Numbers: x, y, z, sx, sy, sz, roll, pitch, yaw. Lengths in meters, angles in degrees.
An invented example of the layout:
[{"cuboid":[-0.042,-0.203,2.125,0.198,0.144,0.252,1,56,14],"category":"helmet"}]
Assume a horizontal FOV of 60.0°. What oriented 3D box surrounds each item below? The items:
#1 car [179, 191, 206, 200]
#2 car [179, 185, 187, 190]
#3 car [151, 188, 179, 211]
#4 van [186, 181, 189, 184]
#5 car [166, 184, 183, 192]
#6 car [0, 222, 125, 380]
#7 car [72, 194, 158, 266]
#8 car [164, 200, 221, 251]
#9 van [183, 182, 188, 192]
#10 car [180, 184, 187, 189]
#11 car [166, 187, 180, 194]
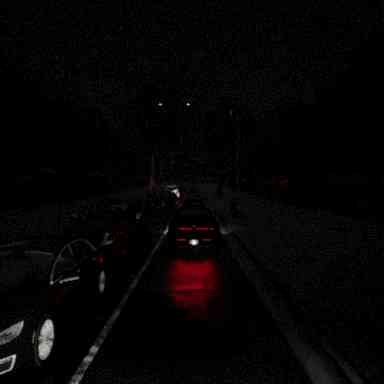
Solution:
[{"cuboid":[0.133,0.992,28.169,1.837,1.490,4.892,0,2,1],"category":"car"},{"cuboid":[-2.357,-1.231,88.644,1.947,1.339,4.313,1,3,0],"category":"car"},{"cuboid":[-2.563,0.813,27.679,2.192,1.841,5.009,-1,1,0],"category":"car"},{"cuboid":[-2.373,-1.188,83.095,1.690,1.788,3.998,1,3,0],"category":"van"},{"cuboid":[-2.832,0.079,48.667,2.150,2.045,5.566,0,2,0],"category":"car"},{"cuboid":[-2.636,1.484,5.499,2.008,1.369,4.403,-1,1,0],"category":"car"},{"cuboid":[-2.621,1.166,11.047,2.192,1.841,5.009,-1,1,0],"category":"car"},{"cuboid":[0.088,1.319,13.235,1.837,1.490,4.892,0,1,1],"category":"car"},{"cuboid":[-2.411,-0.690,72.015,1.690,1.788,3.998,0,2,0],"category":"van"},{"cuboid":[-2.338,-1.493,94.178,1.802,1.307,4.206,1,3,0],"category":"car"},{"cuboid":[-2.887,0.560,41.649,1.882,1.535,5.008,0,2,0],"category":"car"}]
